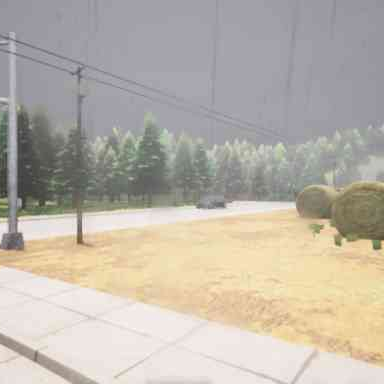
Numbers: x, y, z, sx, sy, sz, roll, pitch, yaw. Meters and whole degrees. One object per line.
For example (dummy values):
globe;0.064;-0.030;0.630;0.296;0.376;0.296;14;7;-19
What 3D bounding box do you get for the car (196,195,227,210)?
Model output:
car;2.428;1.274;41.575;2.097;1.767;4.553;0;0;37
